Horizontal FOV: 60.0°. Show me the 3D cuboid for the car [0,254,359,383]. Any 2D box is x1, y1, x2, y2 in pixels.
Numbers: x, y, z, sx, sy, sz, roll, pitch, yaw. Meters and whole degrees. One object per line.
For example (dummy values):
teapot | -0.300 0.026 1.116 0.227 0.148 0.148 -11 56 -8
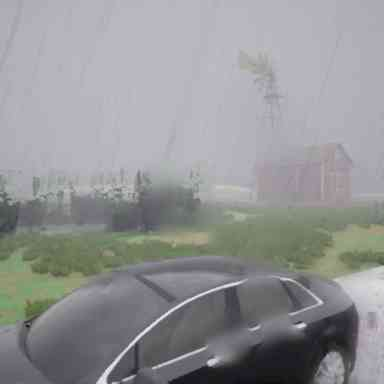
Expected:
car | -0.246 1.502 3.310 4.892 1.490 1.837 0 0 -35
